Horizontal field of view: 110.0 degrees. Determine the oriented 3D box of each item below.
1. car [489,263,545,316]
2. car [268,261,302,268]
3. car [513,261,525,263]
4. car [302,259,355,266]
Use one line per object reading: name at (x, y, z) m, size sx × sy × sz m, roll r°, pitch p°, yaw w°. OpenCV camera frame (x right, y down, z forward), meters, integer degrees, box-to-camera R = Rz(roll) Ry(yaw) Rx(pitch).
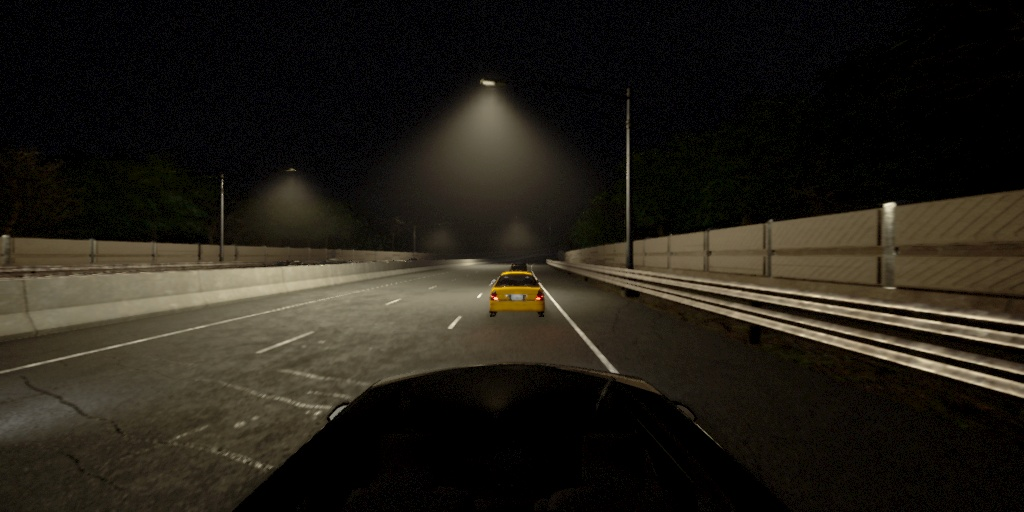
car at (0.175, 1.206, 13.245) m, size 1.801 × 1.575 × 5.366 m, roll 0°, pitch 0°, yaw 1°
car at (-23.988, 1.251, 38.408) m, size 1.837 × 1.490 × 4.892 m, roll 0°, pitch 0°, yaw 2°
car at (0.871, 1.282, 43.125) m, size 2.128 × 1.511 × 4.902 m, roll 0°, pitch 0°, yaw 2°
car at (-17.126, 1.101, 33.758) m, size 2.097 × 1.767 × 4.553 m, roll 0°, pitch 0°, yaw 2°
